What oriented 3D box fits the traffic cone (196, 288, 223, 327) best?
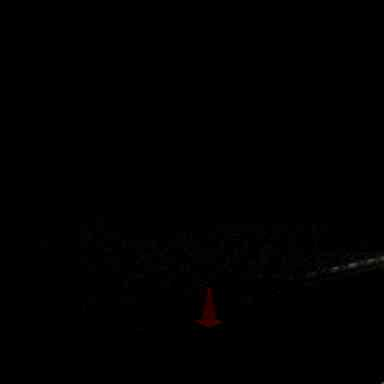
[{"bbox_3d":[0.304,1.977,5.801,0.340,0.580,0.340,0,0,-35],"label":"traffic cone"}]
